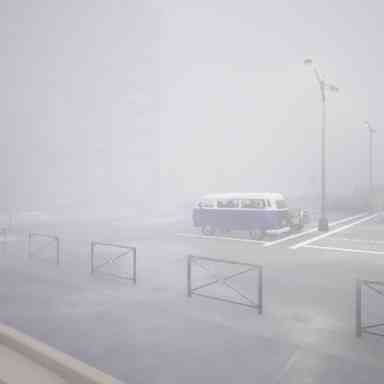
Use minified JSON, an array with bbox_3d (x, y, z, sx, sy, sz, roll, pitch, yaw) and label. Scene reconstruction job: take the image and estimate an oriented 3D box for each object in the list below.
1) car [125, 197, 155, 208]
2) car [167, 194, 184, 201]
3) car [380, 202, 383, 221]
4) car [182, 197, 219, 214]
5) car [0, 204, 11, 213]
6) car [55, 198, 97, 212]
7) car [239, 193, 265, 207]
[{"bbox_3d":[-7.246,1.434,46.758,2.128,1.511,4.902,0,0,36],"label":"car"},{"bbox_3d":[-3.790,1.283,77.420,1.851,1.617,3.988,0,0,36],"label":"car"},{"bbox_3d":[17.298,1.153,25.445,4.605,1.855,1.932,0,0,36],"label":"car"},{"bbox_3d":[0.927,1.544,39.818,1.895,1.301,4.718,0,0,36],"label":"car"},{"bbox_3d":[-19.376,1.490,29.908,2.033,1.411,5.357,0,0,36],"label":"car"},{"bbox_3d":[-13.319,1.421,38.325,1.882,1.535,5.008,0,0,36],"label":"car"},{"bbox_3d":[10.795,1.448,59.537,1.837,1.490,4.892,0,0,36],"label":"car"}]
